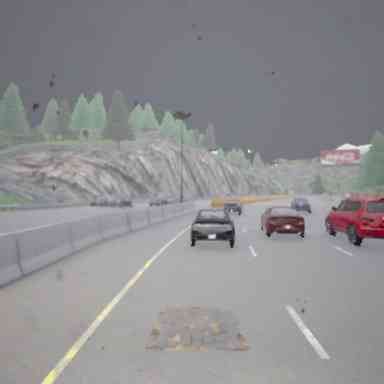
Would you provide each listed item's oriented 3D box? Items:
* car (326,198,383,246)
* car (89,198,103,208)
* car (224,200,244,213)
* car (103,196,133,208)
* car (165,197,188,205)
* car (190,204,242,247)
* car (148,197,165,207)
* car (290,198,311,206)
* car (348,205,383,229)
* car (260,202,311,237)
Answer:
[{"bbox_3d":[8.051,1.273,15.590,2.150,2.045,5.566,0,0,6],"label":"car"},{"bbox_3d":[-13.558,1.600,49.809,1.994,1.385,4.181,0,0,17],"label":"car"},{"bbox_3d":[4.423,1.576,35.206,1.837,1.490,4.892,0,0,13],"label":"car"},{"bbox_3d":[-10.384,1.395,48.218,2.097,1.767,4.553,0,0,17],"label":"car"},{"bbox_3d":[-2.041,1.580,51.452,1.837,1.490,4.892,0,0,19],"label":"car"},{"bbox_3d":[1.004,1.520,15.242,2.128,1.511,4.902,0,0,6],"label":"car"},{"bbox_3d":[-5.275,1.572,52.802,1.837,1.490,4.892,0,0,19],"label":"car"},{"bbox_3d":[12.465,1.455,38.394,2.097,1.767,4.553,0,0,15],"label":"car"},{"bbox_3d":[12.680,1.680,23.404,1.895,1.301,4.718,0,0,9],"label":"car"},{"bbox_3d":[4.893,1.523,18.382,1.882,1.535,5.008,0,0,7],"label":"car"}]
